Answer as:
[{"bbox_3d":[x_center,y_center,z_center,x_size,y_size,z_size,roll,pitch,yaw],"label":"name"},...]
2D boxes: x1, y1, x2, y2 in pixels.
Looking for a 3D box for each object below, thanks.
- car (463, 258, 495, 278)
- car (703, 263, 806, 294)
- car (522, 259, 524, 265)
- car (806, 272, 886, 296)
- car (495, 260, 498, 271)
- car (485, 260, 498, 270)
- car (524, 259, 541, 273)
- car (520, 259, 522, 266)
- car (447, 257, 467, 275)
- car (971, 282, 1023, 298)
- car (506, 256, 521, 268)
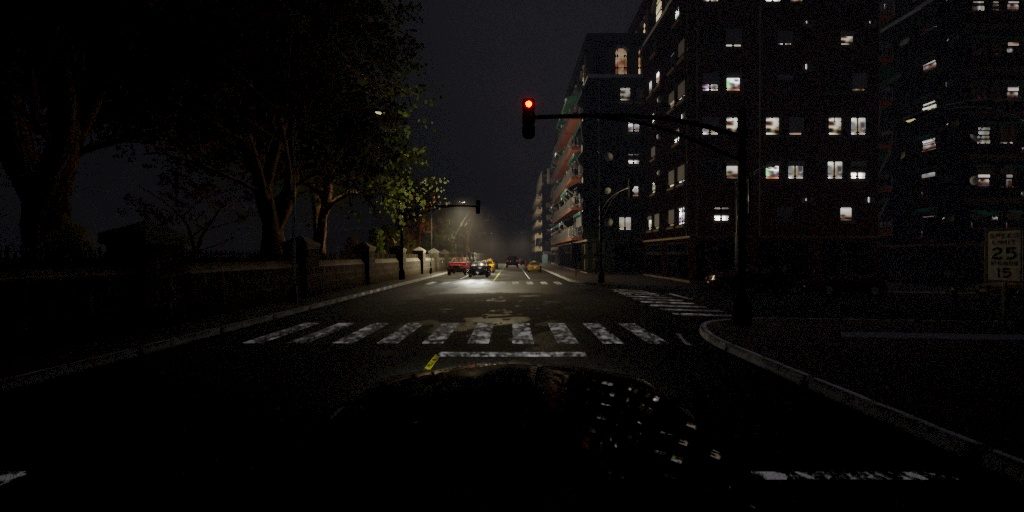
[{"bbox_3d":[-3.057,1.245,34.627,2.128,1.511,4.902,0,0,0],"label":"car"},{"bbox_3d":[14.617,1.338,22.146,5.009,1.841,2.192,0,0,0],"label":"car"},{"bbox_3d":[2.733,1.306,49.811,1.888,1.381,4.507,0,0,0],"label":"car"},{"bbox_3d":[20.312,1.671,22.159,4.507,1.381,1.888,0,0,0],"label":"car"},{"bbox_3d":[-3.053,1.235,44.188,1.882,1.535,5.008,0,0,0],"label":"car"},{"bbox_3d":[-3.042,1.290,54.366,1.812,1.442,4.674,0,0,0],"label":"car"},{"bbox_3d":[2.728,1.283,44.447,1.751,1.417,4.829,0,0,0],"label":"car"},{"bbox_3d":[2.737,1.315,55.347,2.007,1.370,4.403,0,0,0],"label":"car"},{"bbox_3d":[-5.657,1.069,38.748,2.192,1.841,5.009,0,0,0],"label":"car"},{"bbox_3d":[31.533,1.857,22.184,4.829,1.417,1.751,0,0,0],"label":"car"},{"bbox_3d":[0.055,0.992,63.674,2.150,2.045,5.566,0,0,0],"label":"car"}]
